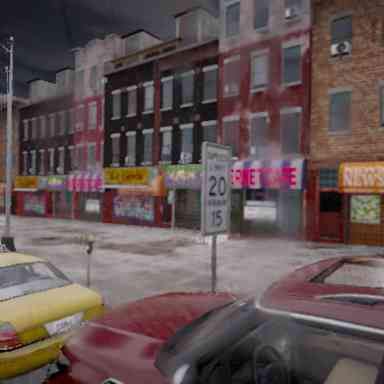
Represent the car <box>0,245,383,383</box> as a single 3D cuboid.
[{"bbox_3d":[1.165,1.336,1.909,5.009,1.841,2.192,0,1,38],"label":"car"}]
